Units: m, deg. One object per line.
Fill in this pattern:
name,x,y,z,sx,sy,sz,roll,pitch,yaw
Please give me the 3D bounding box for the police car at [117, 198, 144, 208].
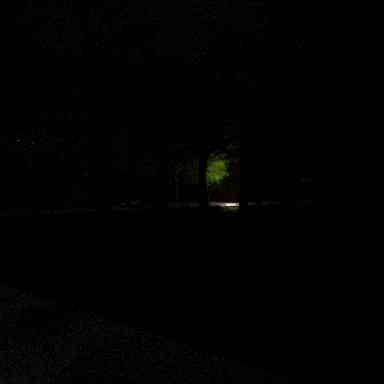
police car,-10.689,1.918,57.308,2.038,1.542,4.974,-1,-1,36
